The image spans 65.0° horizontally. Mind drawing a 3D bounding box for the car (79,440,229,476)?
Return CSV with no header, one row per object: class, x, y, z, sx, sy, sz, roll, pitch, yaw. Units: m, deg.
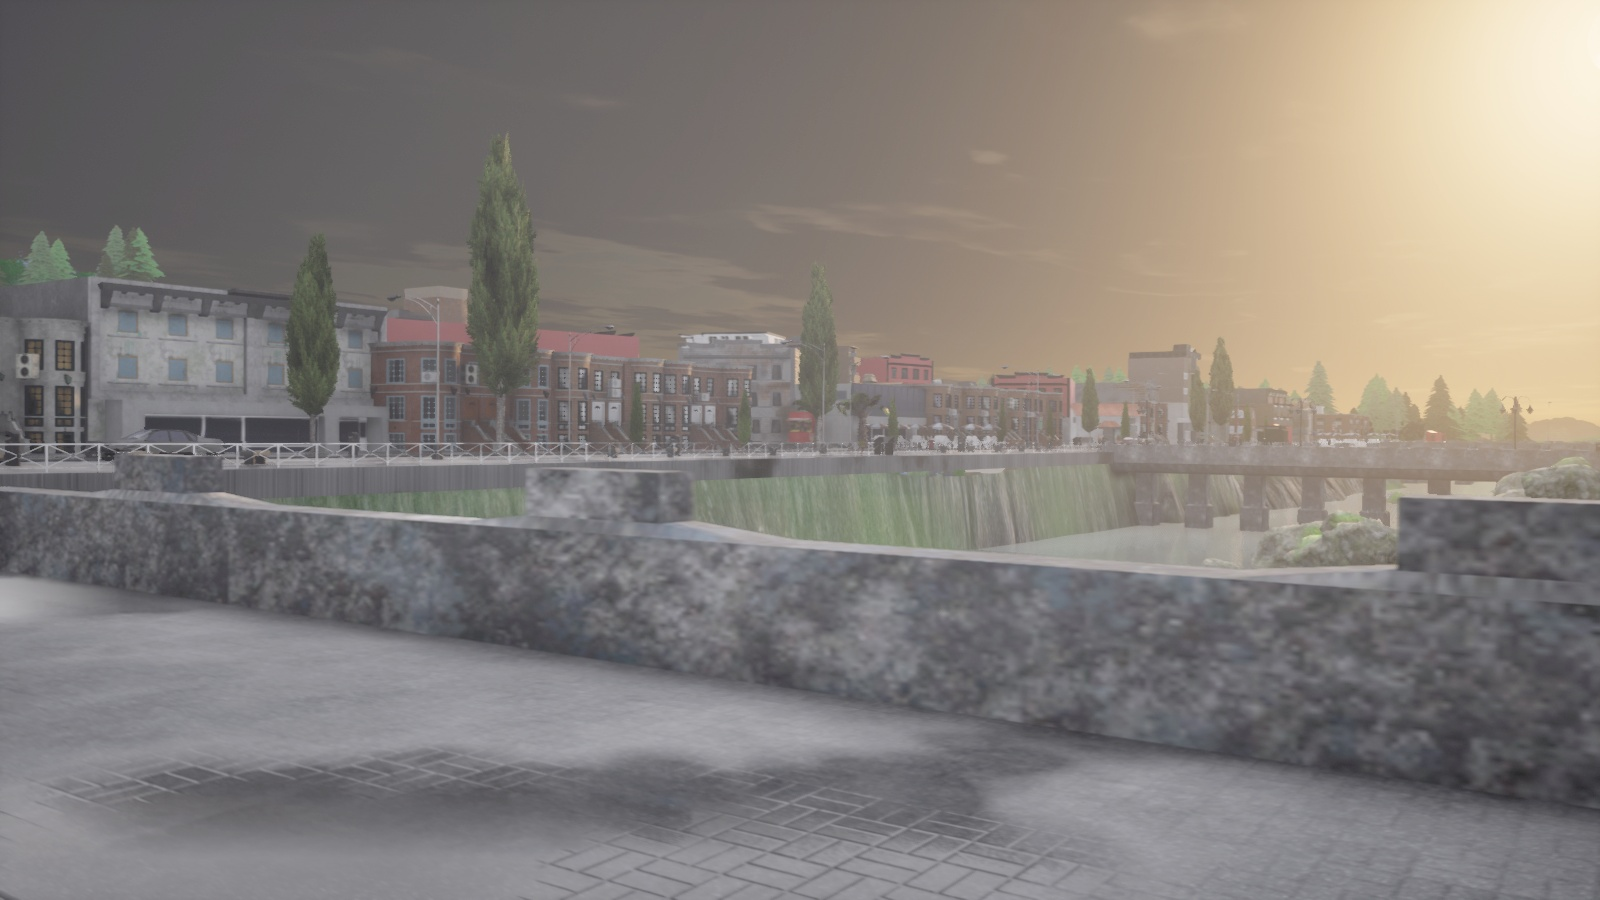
car,-27.507,0.299,53.680,2.033,1.411,5.357,0,1,34
